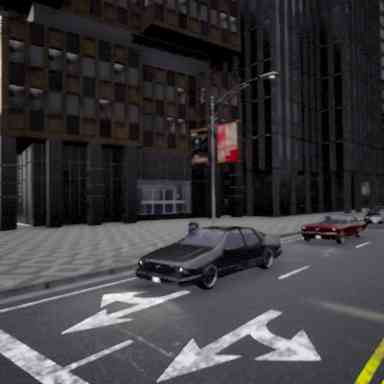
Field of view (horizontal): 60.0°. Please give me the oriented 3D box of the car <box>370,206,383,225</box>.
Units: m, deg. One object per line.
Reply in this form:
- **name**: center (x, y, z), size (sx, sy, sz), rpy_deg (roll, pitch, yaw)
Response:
- **car**: center (14.433, 1.785, 24.857), size (2.128, 1.511, 4.902), rpy_deg (-2, -2, 44)

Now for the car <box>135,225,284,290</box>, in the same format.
- **car**: center (0.873, 1.744, 10.044), size (2.033, 1.411, 5.357), rpy_deg (-2, -2, 41)

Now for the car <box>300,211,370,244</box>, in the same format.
- **car**: center (7.492, 1.849, 17.463), size (1.895, 1.301, 4.718), rpy_deg (-2, -2, 43)
